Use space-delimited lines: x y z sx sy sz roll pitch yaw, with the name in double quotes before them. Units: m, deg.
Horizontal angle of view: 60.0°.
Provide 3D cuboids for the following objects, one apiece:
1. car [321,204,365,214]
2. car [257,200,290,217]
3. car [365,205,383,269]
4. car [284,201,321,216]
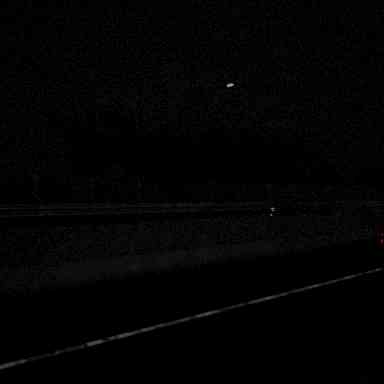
"car" 12.478 1.706 25.762 5.008 1.535 1.882 1 0 -35
"car" 8.238 1.578 31.335 4.553 1.767 2.097 1 0 -35
"car" 7.186 1.319 8.862 5.566 2.045 2.150 1 0 -35
"car" 10.717 1.779 28.806 5.357 1.411 2.033 1 0 -35
